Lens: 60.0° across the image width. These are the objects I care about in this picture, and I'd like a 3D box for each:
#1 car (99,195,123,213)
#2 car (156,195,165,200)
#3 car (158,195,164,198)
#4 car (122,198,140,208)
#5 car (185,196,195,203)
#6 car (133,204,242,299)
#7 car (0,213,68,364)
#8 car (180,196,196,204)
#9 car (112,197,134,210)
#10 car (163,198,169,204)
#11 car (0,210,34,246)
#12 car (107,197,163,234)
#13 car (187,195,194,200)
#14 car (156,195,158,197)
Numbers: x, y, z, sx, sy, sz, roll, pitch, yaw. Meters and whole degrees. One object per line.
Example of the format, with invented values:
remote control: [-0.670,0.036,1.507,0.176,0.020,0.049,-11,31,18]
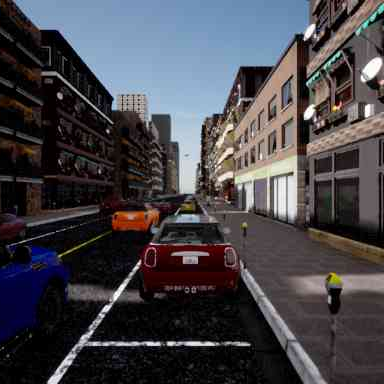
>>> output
car: [-8.833,1.314,37.157,2.192,1.841,5.009,0,0,0]
car: [-8.834,1.539,93.519,2.008,1.369,4.403,0,0,0]
car: [-8.834,1.541,87.882,2.008,1.369,4.403,0,0,0]
car: [-8.834,1.543,48.430,1.887,1.381,4.507,0,0,0]
car: [-0.453,1.545,70.970,2.008,1.369,4.403,0,0,0]
car: [-0.032,1.353,8.619,2.097,1.767,4.553,0,0,0]
car: [-3.144,1.223,3.216,2.150,2.045,5.566,0,0,0]
car: [-0.454,1.525,37.323,1.752,1.417,4.829,0,0,0]
car: [-8.834,1.439,42.793,1.967,1.590,4.097,0,0,0]
car: [-3.110,1.600,33.576,1.895,1.301,4.718,0,0,1]
car: [-8.835,1.583,14.612,1.802,1.307,4.206,0,0,0]
car: [-3.104,1.352,19.114,2.097,1.767,4.553,0,0,1]
car: [-0.452,1.513,93.685,1.752,1.417,4.829,0,0,0]
car: [-6.192,1.490,44.002,2.128,1.511,4.902,0,0,0]
